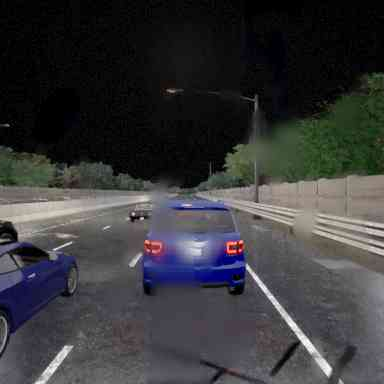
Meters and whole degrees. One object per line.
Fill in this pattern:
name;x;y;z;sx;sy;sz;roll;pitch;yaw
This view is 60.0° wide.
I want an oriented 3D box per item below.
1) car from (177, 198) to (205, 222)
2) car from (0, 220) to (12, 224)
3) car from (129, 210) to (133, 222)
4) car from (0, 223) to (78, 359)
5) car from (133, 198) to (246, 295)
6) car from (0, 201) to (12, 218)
car;-0.139;1.379;27.490;2.097;1.767;4.553;0;0;-1
car;-6.978;1.226;8.962;2.150;2.045;5.566;0;0;-1
car;-3.632;1.625;26.187;1.895;1.301;4.718;0;0;-1
car;-3.460;1.528;5.638;1.812;1.442;4.674;0;0;-1
car;0.022;1.225;8.873;2.150;2.045;5.566;0;0;-1
car;-17.852;1.577;28.378;2.033;1.411;5.357;0;0;-1
